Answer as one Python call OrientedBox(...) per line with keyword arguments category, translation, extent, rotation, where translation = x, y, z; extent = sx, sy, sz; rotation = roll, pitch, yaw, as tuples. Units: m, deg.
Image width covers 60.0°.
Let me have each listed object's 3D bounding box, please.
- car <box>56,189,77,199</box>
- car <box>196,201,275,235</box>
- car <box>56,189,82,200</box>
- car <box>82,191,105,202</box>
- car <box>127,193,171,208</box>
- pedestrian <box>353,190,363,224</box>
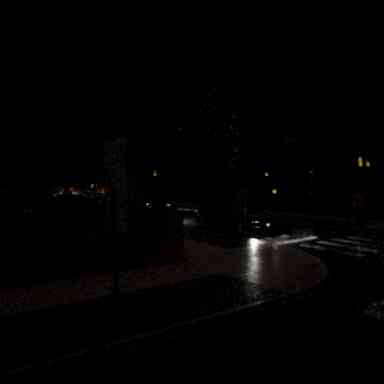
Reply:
OrientedBox(category="car", translation=(-21.294, 0.270, 56.335), extent=(2.128, 1.511, 4.902), rotation=(-2, 2, -35))
OrientedBox(category="car", translation=(2.129, 1.246, 17.517), extent=(1.837, 1.490, 4.892), rotation=(-2, 2, -36))
OrientedBox(category="car", translation=(-17.101, 0.617, 45.278), extent=(2.033, 1.411, 5.357), rotation=(-2, 2, -34))
OrientedBox(category="car", translation=(-9.273, 0.864, 33.896), extent=(1.812, 1.442, 4.674), rotation=(-2, 2, -35))
OrientedBox(category="car", translation=(-3.430, 0.896, 25.447), extent=(2.097, 1.767, 4.553), rotation=(-2, 2, -35))
OrientedBox(category="pedestrian", translation=(8.933, 0.803, 17.903), extent=(0.375, 1.860, 0.375), rotation=(0, 0, -35))
